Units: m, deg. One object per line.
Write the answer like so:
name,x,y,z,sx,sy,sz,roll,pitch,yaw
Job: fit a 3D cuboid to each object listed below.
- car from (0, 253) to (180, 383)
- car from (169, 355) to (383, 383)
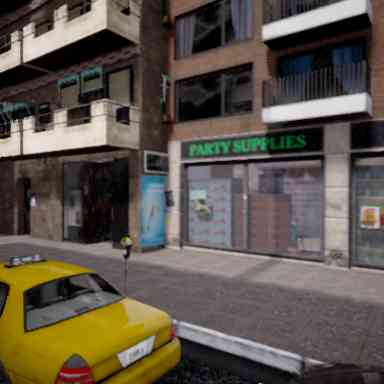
car,-2.419,1.526,4.590,4.829,1.417,1.752,0,0,35
car,2.217,1.566,1.288,4.313,1.339,1.947,0,0,35
